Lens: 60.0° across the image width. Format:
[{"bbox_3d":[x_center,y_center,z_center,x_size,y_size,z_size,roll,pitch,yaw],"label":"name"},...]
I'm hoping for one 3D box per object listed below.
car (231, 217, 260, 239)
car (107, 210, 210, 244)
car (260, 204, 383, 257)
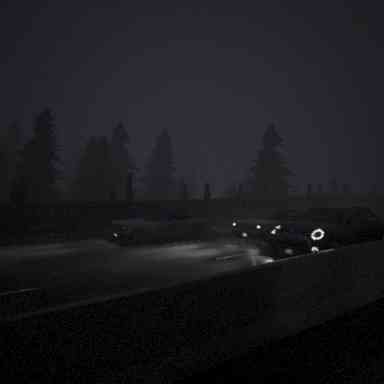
[{"bbox_3d":[4.054,1.492,15.481,4.718,1.301,1.895,-1,0,-35],"label":"car"},{"bbox_3d":[-1.519,1.539,15.805,4.718,1.301,1.895,-1,0,-35],"label":"car"},{"bbox_3d":[4.858,1.260,11.755,4.553,1.767,2.097,-1,0,-35],"label":"car"}]
